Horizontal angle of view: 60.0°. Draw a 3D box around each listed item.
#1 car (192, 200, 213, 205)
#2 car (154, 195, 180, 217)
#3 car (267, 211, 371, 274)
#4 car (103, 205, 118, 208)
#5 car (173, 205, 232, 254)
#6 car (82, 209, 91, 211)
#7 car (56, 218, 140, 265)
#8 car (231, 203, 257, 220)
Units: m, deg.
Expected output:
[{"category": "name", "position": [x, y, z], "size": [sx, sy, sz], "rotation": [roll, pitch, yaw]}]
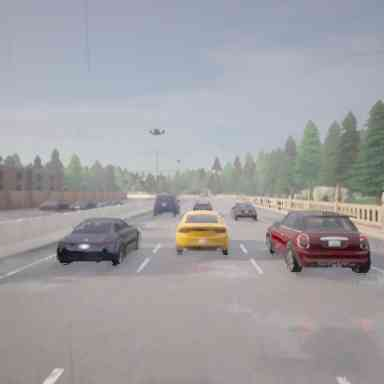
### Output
[{"category": "car", "position": [1.086, 1.595, 33.682], "size": [2.128, 1.511, 4.902], "rotation": [0, 0, 2]}, {"category": "car", "position": [-2.435, 1.321, 33.027], "size": [2.150, 2.045, 5.566], "rotation": [0, 0, 2]}, {"category": "car", "position": [3.833, 1.387, 10.888], "size": [2.097, 1.767, 4.553], "rotation": [0, 0, 2]}, {"category": "car", "position": [-9.432, 1.662, 39.159], "size": [2.033, 1.411, 5.357], "rotation": [0, 0, 2]}, {"category": "car", "position": [0.433, 1.520, 13.796], "size": [1.882, 1.535, 5.008], "rotation": [0, 0, 2]}, {"category": "car", "position": [-12.907, 1.607, 39.853], "size": [2.128, 1.511, 4.902], "rotation": [0, 0, 2]}, {"category": "car", "position": [-3.134, 1.599, 11.909], "size": [1.994, 1.385, 4.181], "rotation": [0, 0, 2]}, {"category": "car", "position": [4.418, 1.638, 28.723], "size": [2.033, 1.411, 5.357], "rotation": [0, 0, 2]}]
